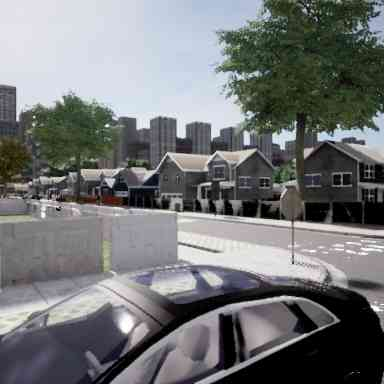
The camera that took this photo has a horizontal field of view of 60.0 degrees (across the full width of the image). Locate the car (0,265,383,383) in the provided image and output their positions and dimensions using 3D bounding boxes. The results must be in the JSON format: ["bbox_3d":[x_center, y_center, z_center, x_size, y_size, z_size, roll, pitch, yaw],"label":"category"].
[{"bbox_3d":[-0.306,1.491,2.732,4.902,1.511,2.128,0,0,-35],"label":"car"}]

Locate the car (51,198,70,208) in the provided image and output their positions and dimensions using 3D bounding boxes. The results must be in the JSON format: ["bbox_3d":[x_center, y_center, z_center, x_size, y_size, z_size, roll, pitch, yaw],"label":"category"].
[{"bbox_3d":[-18.605,1.533,46.915,1.812,1.442,4.674,0,0,-35],"label":"car"}]

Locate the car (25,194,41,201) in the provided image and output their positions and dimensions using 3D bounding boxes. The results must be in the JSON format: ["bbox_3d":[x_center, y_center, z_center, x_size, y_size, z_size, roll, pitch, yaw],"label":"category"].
[{"bbox_3d":[-36.912,1.359,77.798,2.097,1.767,4.553,0,0,-35],"label":"car"}]
